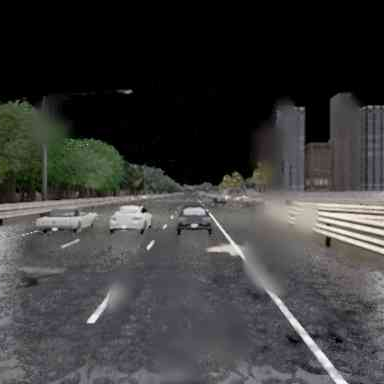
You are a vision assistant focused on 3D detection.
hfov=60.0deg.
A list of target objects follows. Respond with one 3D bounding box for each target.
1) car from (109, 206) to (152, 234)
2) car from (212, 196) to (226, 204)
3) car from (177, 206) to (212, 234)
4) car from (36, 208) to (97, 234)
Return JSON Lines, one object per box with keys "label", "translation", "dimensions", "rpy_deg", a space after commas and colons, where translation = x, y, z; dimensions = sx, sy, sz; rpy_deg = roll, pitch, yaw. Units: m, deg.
{"label": "car", "translation": [-3.380, 1.489, 18.862], "dimensions": [1.812, 1.442, 4.674], "rpy_deg": [0, 0, 0]}
{"label": "car", "translation": [5.014, 1.498, 61.183], "dimensions": [2.033, 1.411, 5.357], "rpy_deg": [0, 0, -6]}
{"label": "car", "translation": [0.132, 1.489, 18.814], "dimensions": [1.812, 1.442, 4.674], "rpy_deg": [0, 0, 0]}
{"label": "car", "translation": [-6.881, 1.564, 18.918], "dimensions": [1.895, 1.301, 4.718], "rpy_deg": [0, 0, 0]}
